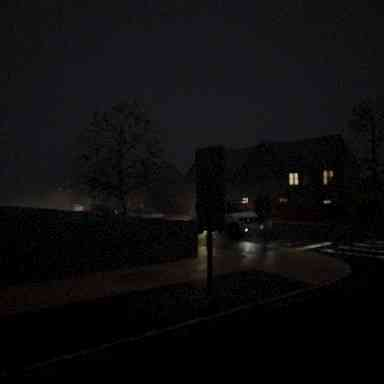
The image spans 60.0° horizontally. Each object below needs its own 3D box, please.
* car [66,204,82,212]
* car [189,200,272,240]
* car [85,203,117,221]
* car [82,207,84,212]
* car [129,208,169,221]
[{"bbox_3d":[-18.596,2.704,53.068,1.812,1.442,4.674,-1,-1,-36],"label":"car"},{"bbox_3d":[2.020,1.514,19.317,2.150,2.045,5.566,-1,-1,-35],"label":"car"},{"bbox_3d":[-9.640,2.273,35.651,1.837,1.490,4.892,-1,-1,-35],"label":"car"},{"bbox_3d":[-12.866,2.296,45.138,2.097,1.767,4.553,-1,-1,-35],"label":"car"},{"bbox_3d":[-3.657,2.049,27.259,1.812,1.442,4.674,-1,-1,-35],"label":"car"}]
